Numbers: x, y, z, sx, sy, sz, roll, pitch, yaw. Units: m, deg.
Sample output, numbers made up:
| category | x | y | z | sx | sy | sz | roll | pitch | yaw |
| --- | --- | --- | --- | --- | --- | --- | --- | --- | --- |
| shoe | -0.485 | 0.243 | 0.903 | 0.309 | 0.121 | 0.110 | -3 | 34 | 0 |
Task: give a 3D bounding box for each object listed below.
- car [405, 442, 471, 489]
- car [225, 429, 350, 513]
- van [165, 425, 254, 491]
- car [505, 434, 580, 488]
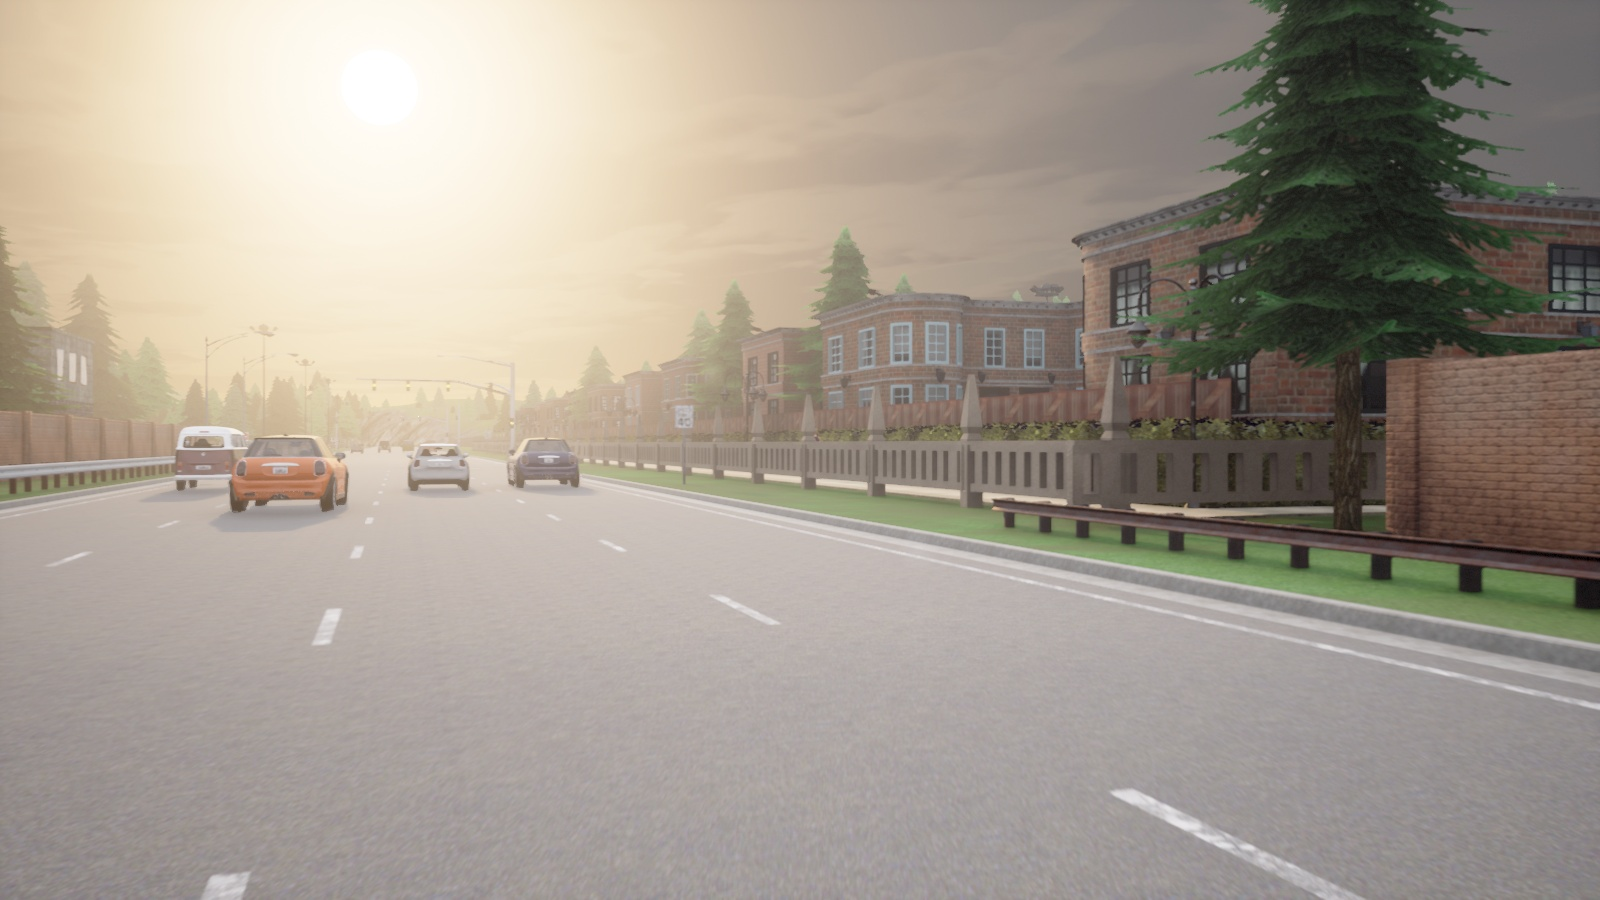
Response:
| category | x | y | z | sx | sy | sz | roll | pitch | yaw |
| --- | --- | --- | --- | --- | --- | --- | --- | --- | --- |
| car | -11.859 | 0.469 | 41.028 | 1.970 | 1.475 | 3.806 | 0 | 0 | -18 |
| car | -11.698 | 0.431 | 28.971 | 2.097 | 1.767 | 4.553 | 0 | 0 | -15 |
| van | -19.210 | 0.224 | 41.042 | 2.069 | 2.038 | 4.480 | 0 | 1 | -18 |
| car | -8.998 | 0.351 | 43.579 | 2.097 | 1.767 | 4.553 | 0 | 0 | -18 |
